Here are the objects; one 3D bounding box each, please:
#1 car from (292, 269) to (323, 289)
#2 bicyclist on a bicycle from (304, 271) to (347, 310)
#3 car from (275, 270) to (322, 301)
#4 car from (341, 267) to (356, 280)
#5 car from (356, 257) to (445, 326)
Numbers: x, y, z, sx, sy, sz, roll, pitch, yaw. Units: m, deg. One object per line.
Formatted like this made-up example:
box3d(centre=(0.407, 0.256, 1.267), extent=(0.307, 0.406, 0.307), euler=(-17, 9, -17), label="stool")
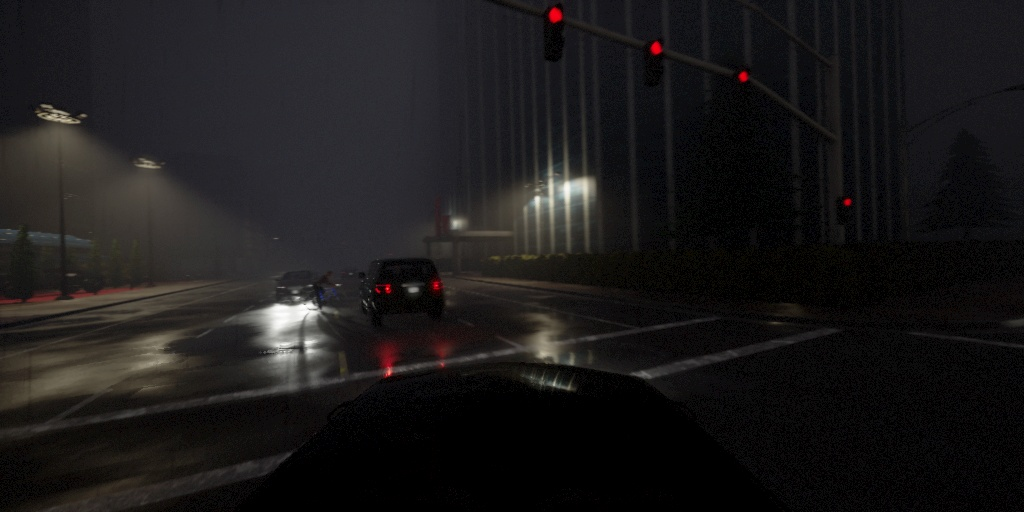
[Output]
box3d(centre=(-16.824, 1.841, 29.616), extent=(1.994, 1.385, 4.181), euler=(-2, 0, -27), label="car")
box3d(centre=(-7.874, 1.450, 15.190), extent=(1.656, 1.620, 0.582), euler=(-1, 0, -39), label="bicyclist on a bicycle")
box3d(centre=(-12.332, 1.627, 20.721), extent=(2.128, 1.511, 4.902), euler=(-2, 0, -27), label="car")
box3d(centre=(-17.903, 1.880, 39.794), extent=(1.994, 1.385, 4.181), euler=(-2, 0, -24), label="car")
box3d(centre=(-4.038, 1.100, 12.666), extent=(2.150, 2.045, 5.566), euler=(-2, 0, -27), label="car")
